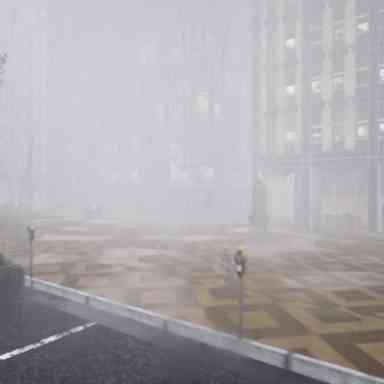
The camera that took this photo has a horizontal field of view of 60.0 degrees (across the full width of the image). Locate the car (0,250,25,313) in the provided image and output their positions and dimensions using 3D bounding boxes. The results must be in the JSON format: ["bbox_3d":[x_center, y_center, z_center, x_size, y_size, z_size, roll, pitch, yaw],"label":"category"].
[{"bbox_3d":[-4.905,1.523,6.377,4.313,1.339,1.947,0,0,36],"label":"car"}]
